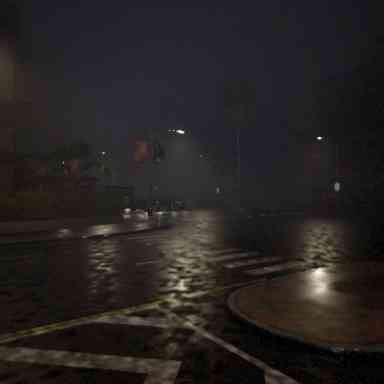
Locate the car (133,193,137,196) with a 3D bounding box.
[{"bbox_3d":[-13.230,1.225,68.568,2.150,2.045,5.566,0,0,-39],"label":"car"}]

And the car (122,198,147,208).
[{"bbox_3d":[-8.621,1.604,49.952,1.895,1.301,4.718,0,0,-34],"label":"car"}]

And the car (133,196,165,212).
[{"bbox_3d":[-5.481,1.529,39.301,1.812,1.442,4.674,0,0,-35],"label":"car"}]

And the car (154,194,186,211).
[{"bbox_3d":[-3.035,1.225,41.940,2.150,2.045,5.566,0,0,-35],"label":"car"}]
